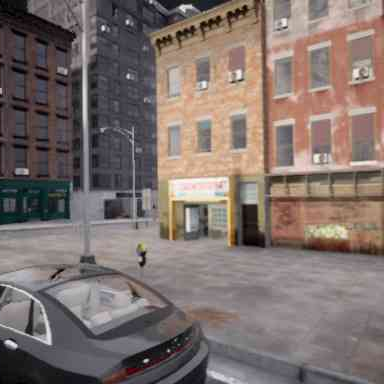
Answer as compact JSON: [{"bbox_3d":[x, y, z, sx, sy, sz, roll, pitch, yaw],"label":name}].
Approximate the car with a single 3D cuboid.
[{"bbox_3d":[-1.878,1.601,4.157,4.403,1.369,2.008,-1,-1,35],"label":"car"}]
